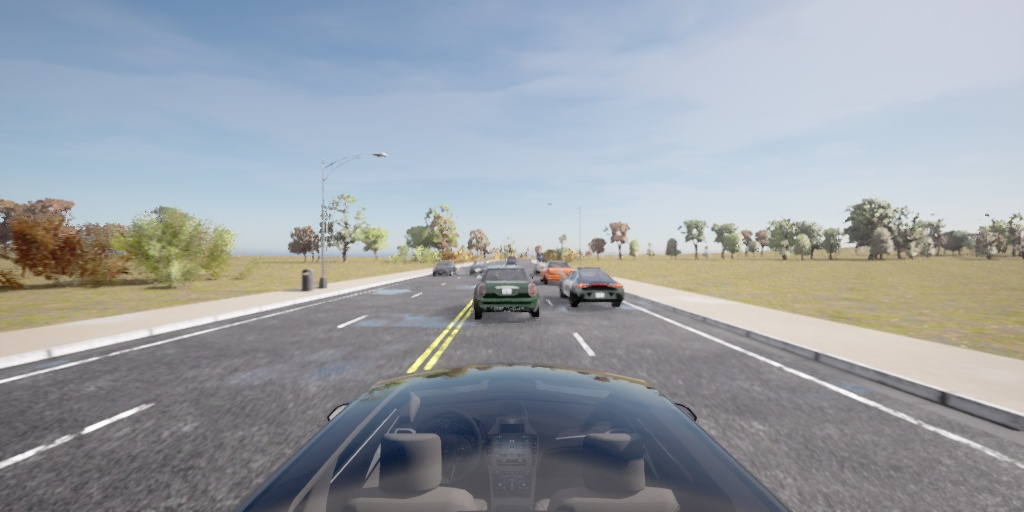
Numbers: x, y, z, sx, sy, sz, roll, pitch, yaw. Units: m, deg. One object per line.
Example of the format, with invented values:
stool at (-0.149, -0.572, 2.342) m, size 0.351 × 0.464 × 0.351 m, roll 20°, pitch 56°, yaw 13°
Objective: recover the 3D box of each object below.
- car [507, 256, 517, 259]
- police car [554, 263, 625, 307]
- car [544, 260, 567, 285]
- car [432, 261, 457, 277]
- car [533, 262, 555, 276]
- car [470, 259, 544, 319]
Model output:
car at (0.047, 1.275, 61.192) m, size 1.837 × 1.490 × 4.892 m, roll 0°, pitch 0°, yaw 0°
police car at (3.249, 1.262, 15.614) m, size 2.038 × 1.542 × 4.974 m, roll 0°, pitch 0°, yaw 0°
car at (3.249, 1.113, 26.584) m, size 2.097 × 1.767 × 4.553 m, roll 0°, pitch 0°, yaw 0°
car at (-6.590, 1.270, 35.485) m, size 1.837 × 1.490 × 4.892 m, roll 0°, pitch 0°, yaw 0°
car at (3.249, 1.365, 37.644) m, size 1.895 × 1.301 × 4.718 m, roll 0°, pitch 0°, yaw 0°
car at (-0.233, 1.107, 13.057) m, size 2.097 × 1.767 × 4.553 m, roll 0°, pitch 0°, yaw -2°
